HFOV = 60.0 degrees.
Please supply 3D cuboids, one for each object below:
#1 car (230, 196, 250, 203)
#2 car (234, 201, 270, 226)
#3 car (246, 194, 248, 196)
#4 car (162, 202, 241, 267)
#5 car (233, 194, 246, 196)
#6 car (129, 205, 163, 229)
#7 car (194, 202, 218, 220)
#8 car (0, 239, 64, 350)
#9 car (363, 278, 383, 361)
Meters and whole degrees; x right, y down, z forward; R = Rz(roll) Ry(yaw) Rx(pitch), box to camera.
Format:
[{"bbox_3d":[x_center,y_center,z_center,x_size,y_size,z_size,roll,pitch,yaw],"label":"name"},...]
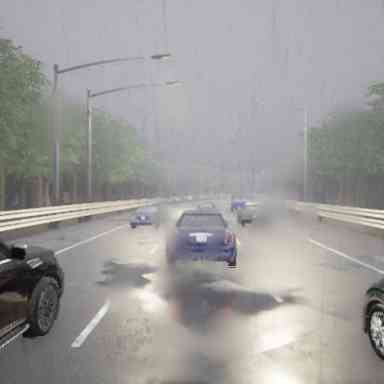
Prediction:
[{"bbox_3d":[5.786,1.565,41.301,1.882,1.535,5.008,0,0,6],"label":"car"},{"bbox_3d":[4.298,1.616,23.748,1.994,1.385,4.181,0,0,4],"label":"car"},{"bbox_3d":[11.831,1.740,79.998,1.895,1.301,4.718,0,0,12],"label":"car"},{"bbox_3d":[0.345,1.376,11.695,2.097,1.767,4.553,0,0,2],"label":"car"},{"bbox_3d":[8.642,1.339,62.680,2.150,2.045,5.566,0,0,9],"label":"car"},{"bbox_3d":[-2.721,1.590,21.991,2.033,1.411,5.357,0,0,3],"label":"car"},{"bbox_3d":[1.324,1.626,29.716,1.994,1.385,4.181,0,0,4],"label":"car"},{"bbox_3d":[-3.348,1.225,3.512,2.150,2.045,5.566,0,0,1],"label":"car"},{"bbox_3d":[3.536,1.361,3.037,2.097,1.767,4.553,0,0,1],"label":"car"}]
